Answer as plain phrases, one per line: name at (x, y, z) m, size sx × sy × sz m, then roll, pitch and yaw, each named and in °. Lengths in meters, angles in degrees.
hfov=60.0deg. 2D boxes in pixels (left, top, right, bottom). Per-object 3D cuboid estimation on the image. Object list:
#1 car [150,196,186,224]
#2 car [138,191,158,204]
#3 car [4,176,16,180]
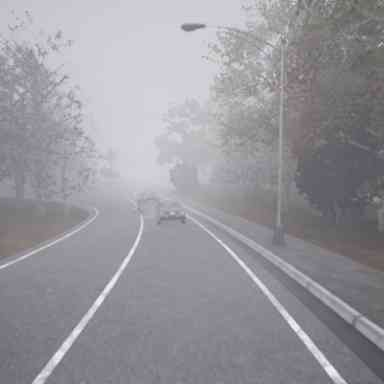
car at (-1.557, 1.254, 22.426) m, size 2.033 × 1.411 × 5.357 m, roll -1°, pitch 2°, yaw -9°
car at (-5.065, 0.518, 38.247) m, size 1.895 × 1.301 × 4.718 m, roll -1°, pitch 4°, yaw -16°
car at (-43.361, -3.769, 79.802) m, size 2.150 × 2.045 × 5.566 m, roll 3°, pitch 6°, yaw 33°
